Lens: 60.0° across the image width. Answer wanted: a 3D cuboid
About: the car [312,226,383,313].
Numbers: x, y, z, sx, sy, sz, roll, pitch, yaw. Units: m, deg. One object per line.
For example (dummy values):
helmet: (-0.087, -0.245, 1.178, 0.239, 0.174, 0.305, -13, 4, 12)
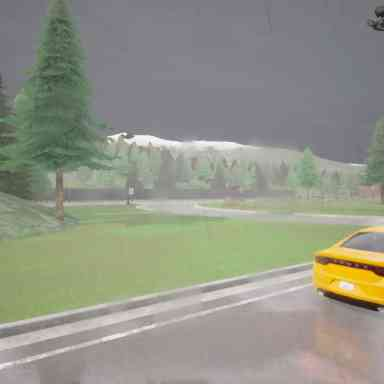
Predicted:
car: (4.700, 1.477, 7.206, 5.008, 1.535, 1.882, 0, 0, -35)
